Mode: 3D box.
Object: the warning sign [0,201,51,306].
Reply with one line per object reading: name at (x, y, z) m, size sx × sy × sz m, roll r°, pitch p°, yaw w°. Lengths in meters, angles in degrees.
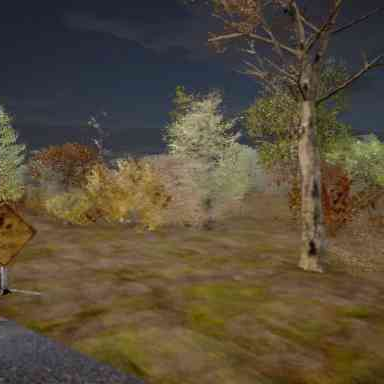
warning sign at (-3.688, 1.126, 6.556) m, size 1.060 × 1.860 × 1.300 m, roll 0°, pitch 0°, yaw 35°
